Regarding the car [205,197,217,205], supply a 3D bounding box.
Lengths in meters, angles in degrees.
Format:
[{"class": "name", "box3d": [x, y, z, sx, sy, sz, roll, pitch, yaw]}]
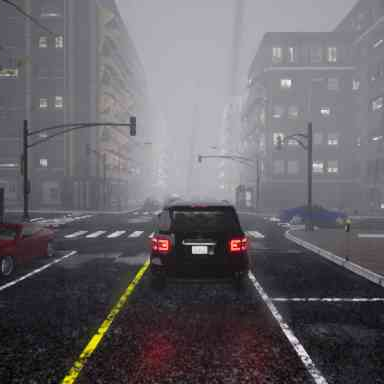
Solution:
[{"class": "car", "box3d": [3.296, 1.543, 59.304, 1.887, 1.381, 4.507, 0, 0, 1]}]

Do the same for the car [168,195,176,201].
[{"class": "car", "box3d": [-4.849, 1.525, 81.782, 1.752, 1.417, 4.829, 0, 0, 1]}]

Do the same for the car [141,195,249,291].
[{"class": "car", "box3d": [0.178, 1.221, 9.152, 2.150, 2.045, 5.566, 0, 0, 1]}]

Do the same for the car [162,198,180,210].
[{"class": "car", "box3d": [-2.644, 1.562, 43.109, 1.994, 1.385, 4.181, 0, 0, 2]}]

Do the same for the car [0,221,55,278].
[{"class": "car", "box3d": [-5.600, 1.581, 10.074, 1.802, 1.307, 4.206, 0, 0, 1]}]

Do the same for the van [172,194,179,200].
[{"class": "van", "box3d": [-4.730, 1.340, 93.229, 1.690, 1.788, 3.998, 0, 0, 1]}]

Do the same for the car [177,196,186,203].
[{"class": "car", "box3d": [-2.259, 1.522, 71.954, 1.812, 1.442, 4.674, 0, 0, 1]}]

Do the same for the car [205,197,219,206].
[{"class": "car", "box3d": [3.237, 1.549, 53.667, 2.008, 1.369, 4.403, 0, 0, 1]}]

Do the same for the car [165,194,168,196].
[{"class": "car", "box3d": [-4.967, 1.314, 70.675, 2.192, 1.841, 5.009, 0, 0, 1]}]

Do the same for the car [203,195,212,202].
[{"class": "car", "box3d": [3.473, 1.440, 76.220, 1.967, 1.590, 4.097, 0, 0, 1]}]

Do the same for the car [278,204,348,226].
[{"class": "car", "box3d": [9.011, 1.655, 24.851, 5.008, 1.535, 1.882, 2, 0, 0]}]

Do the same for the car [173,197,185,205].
[{"class": "car", "box3d": [-2.428, 1.563, 61.649, 1.994, 1.385, 4.181, 0, 0, 1]}]

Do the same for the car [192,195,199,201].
[{"class": "car", "box3d": [0.856, 1.478, 82.752, 1.882, 1.535, 5.008, 0, 0, 1]}]

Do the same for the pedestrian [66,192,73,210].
[{"class": "pedestrian", "box3d": [-12.374, 0.902, 33.550, 0.375, 1.860, 0.375, 0, -1, 0]}]
